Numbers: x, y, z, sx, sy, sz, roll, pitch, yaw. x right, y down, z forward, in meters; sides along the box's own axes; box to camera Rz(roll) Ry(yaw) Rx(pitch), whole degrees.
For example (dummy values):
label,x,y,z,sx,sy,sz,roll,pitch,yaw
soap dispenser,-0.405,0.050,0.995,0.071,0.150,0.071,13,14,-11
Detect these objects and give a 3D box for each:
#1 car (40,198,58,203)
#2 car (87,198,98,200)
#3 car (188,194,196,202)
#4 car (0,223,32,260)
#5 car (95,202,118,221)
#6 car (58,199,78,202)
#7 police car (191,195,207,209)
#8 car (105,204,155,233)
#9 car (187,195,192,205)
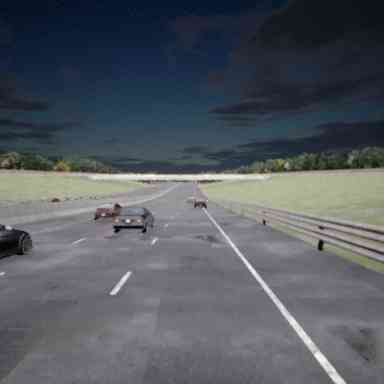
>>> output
label,x,y,z,sx,sy,sz,roll,pitch,yaw
car,-24.547,1.744,57.543,1.882,1.535,5.008,0,0,1
car,-17.538,1.821,58.450,2.033,1.411,5.357,0,0,1
car,-0.033,1.470,83.926,2.097,1.767,4.553,0,1,0
car,-6.904,1.583,10.621,1.994,1.385,4.181,0,0,0
car,-6.910,1.609,28.256,1.812,1.442,4.674,0,0,0
car,-21.045,1.871,57.978,1.895,1.301,4.718,0,0,1
police car,1.209,1.630,49.198,1.930,1.638,5.238,0,0,0
car,-3.406,1.598,20.169,2.033,1.411,5.357,0,0,0
car,-0.036,1.795,67.969,2.128,1.511,4.902,0,0,0
